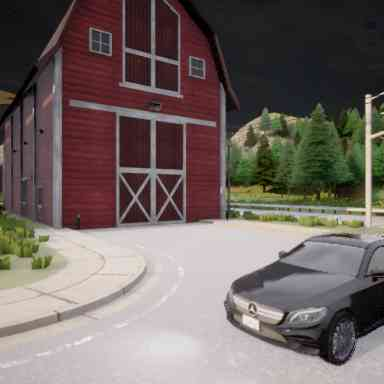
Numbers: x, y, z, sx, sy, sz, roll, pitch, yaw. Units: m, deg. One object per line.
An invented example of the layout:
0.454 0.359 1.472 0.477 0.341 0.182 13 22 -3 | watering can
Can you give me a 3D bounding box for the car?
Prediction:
2.699 1.512 5.943 4.674 1.442 1.812 -1 1 -36 | car
